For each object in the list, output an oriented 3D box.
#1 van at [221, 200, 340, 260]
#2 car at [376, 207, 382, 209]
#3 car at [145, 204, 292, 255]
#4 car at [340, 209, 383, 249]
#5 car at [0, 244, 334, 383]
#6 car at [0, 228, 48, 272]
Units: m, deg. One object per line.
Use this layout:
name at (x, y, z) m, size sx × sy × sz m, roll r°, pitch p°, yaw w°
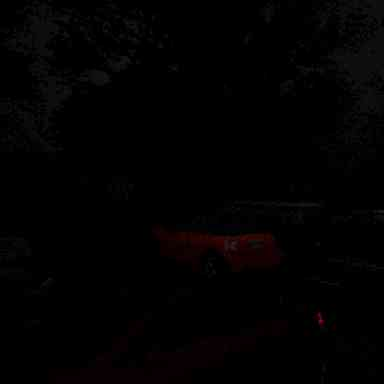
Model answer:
van at (2.563, 1.290, 11.800) m, size 1.878 × 1.987 × 4.442 m, roll 0°, pitch 0°, yaw -36°
car at (9.528, 1.564, 16.426) m, size 1.946 × 1.575 × 5.366 m, roll 0°, pitch 0°, yaw -36°
car at (0.388, 1.377, 10.060) m, size 2.185 × 1.767 × 4.553 m, roll 0°, pitch 0°, yaw -36°
car at (7.158, 1.590, 14.950) m, size 2.002 × 1.452 × 4.674 m, roll 0°, pitch 0°, yaw -36°
car at (-0.457, 1.567, 3.362) m, size 4.181 × 1.385 × 1.994 m, roll 0°, pitch 0°, yaw -36°
car at (-4.159, 1.521, 6.845) m, size 2.002 × 1.452 × 4.674 m, roll 0°, pitch 0°, yaw -36°
